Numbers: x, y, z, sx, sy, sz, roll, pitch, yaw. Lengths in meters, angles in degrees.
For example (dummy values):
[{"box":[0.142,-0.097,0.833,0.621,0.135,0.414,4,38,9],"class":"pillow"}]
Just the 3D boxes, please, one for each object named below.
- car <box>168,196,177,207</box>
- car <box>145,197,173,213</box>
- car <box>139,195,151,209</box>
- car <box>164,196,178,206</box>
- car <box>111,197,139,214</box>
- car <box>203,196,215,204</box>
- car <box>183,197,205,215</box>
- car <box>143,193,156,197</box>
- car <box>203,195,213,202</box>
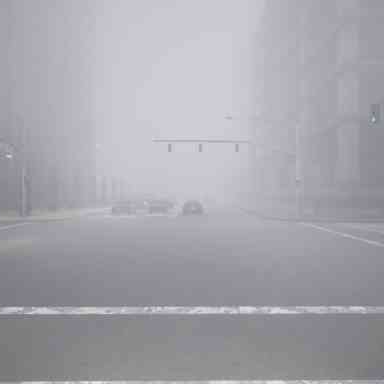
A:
[{"box":[-3.596,1.478,46.708,1.882,1.535,5.008,0,0,0],"class":"car"},{"box":[-3.598,1.547,37.062,2.033,1.411,5.357,0,0,0],"class":"car"},{"box":[-7.095,1.505,44.297,1.837,1.490,4.892,0,0,0],"class":"car"},{"box":[-3.580,1.492,57.071,2.128,1.511,4.902,0,0,0],"class":"car"},{"box":[-7.098,1.505,34.893,1.837,1.490,4.892,0,0,0],"class":"car"},{"box":[3.504,1.492,64.601,2.128,1.511,4.902,0,0,0],"class":"car"},{"box":[0.069,1.564,34.338,1.994,1.385,4.181,0,0,0],"class":"car"},{"box":[-7.085,1.221,54.661,2.150,2.045,5.566,0,0,0],"class":"car"},{"box":[3.504,1.508,73.676,1.812,1.442,4.674,0,0,0],"class":"car"}]
